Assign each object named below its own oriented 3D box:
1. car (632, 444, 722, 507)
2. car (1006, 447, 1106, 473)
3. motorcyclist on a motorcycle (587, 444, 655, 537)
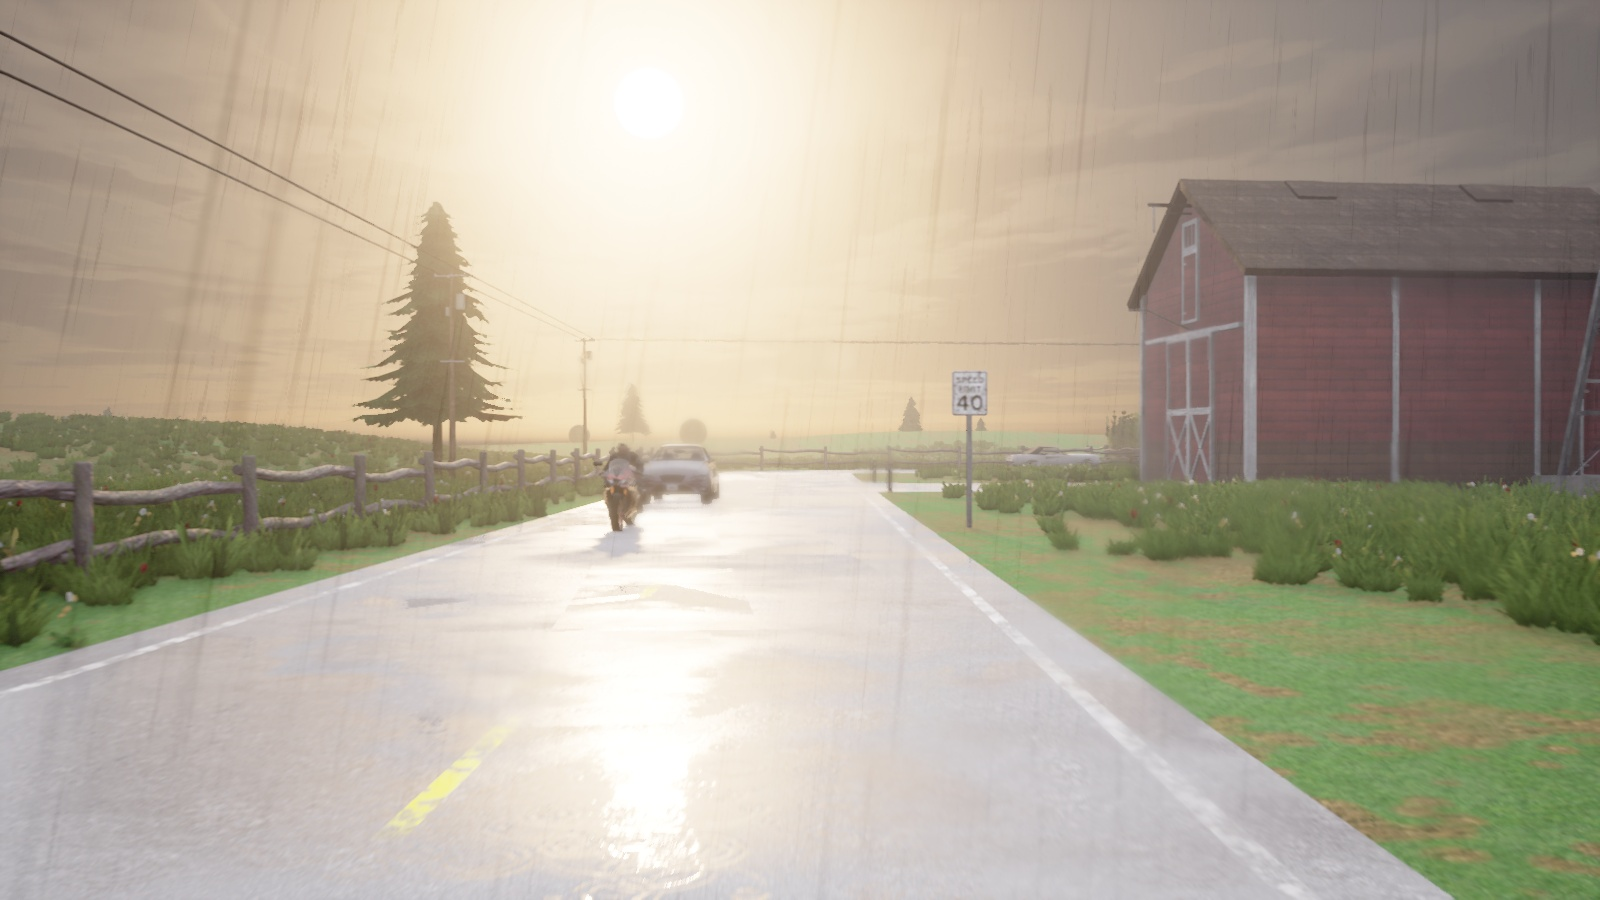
[{"bbox_3d":[-3.009,0.580,31.534,1.816,1.474,4.193,0,0,0],"label":"car"},{"bbox_3d":[13.169,0.492,64.758,4.718,1.301,1.895,0,0,-4],"label":"car"},{"bbox_3d":[-3.063,0.657,21.708,0.866,1.530,2.191,0,0,0],"label":"motorcyclist on a motorcycle"}]
